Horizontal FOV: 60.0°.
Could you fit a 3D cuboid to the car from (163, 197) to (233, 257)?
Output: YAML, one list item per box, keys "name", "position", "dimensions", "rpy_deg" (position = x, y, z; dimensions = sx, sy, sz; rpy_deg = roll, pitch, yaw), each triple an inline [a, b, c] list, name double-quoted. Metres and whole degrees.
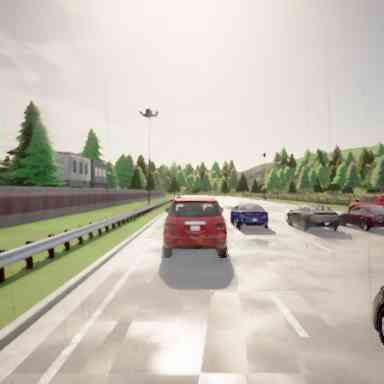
- name: "car"
  position: [0.102, 1.200, 12.977]
  dimensions: [2.150, 2.045, 5.566]
  rpy_deg: [0, 0, 0]

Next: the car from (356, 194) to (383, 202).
- name: "car"
  position: [14.105, 1.179, 25.422]
  dimensions: [2.150, 2.045, 5.566]
  rpy_deg: [0, 0, 0]

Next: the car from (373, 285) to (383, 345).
- name: "car"
  position: [3.601, 1.500, 3.002]
  dimensions: [1.837, 1.490, 4.892]
  rpy_deg: [0, 0, 0]

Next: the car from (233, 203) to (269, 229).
- name: "car"
  position: [3.604, 1.441, 21.555]
  dimensions: [1.882, 1.535, 5.008]
  rpy_deg: [0, 0, 0]

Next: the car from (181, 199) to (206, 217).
- name: "car"
  position: [0.104, 1.439, 31.168]
  dimensions: [2.128, 1.511, 4.902]
  rpy_deg: [0, 0, 0]

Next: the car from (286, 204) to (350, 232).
- name: "car"
  position: [7.104, 1.458, 19.935]
  dimensions: [2.128, 1.511, 4.902]
  rpy_deg: [0, 0, 0]

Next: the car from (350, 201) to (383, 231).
- name: "car"
  position: [10.591, 1.492, 20.025]
  dimensions: [1.812, 1.442, 4.674]
  rpy_deg: [0, 0, 0]
